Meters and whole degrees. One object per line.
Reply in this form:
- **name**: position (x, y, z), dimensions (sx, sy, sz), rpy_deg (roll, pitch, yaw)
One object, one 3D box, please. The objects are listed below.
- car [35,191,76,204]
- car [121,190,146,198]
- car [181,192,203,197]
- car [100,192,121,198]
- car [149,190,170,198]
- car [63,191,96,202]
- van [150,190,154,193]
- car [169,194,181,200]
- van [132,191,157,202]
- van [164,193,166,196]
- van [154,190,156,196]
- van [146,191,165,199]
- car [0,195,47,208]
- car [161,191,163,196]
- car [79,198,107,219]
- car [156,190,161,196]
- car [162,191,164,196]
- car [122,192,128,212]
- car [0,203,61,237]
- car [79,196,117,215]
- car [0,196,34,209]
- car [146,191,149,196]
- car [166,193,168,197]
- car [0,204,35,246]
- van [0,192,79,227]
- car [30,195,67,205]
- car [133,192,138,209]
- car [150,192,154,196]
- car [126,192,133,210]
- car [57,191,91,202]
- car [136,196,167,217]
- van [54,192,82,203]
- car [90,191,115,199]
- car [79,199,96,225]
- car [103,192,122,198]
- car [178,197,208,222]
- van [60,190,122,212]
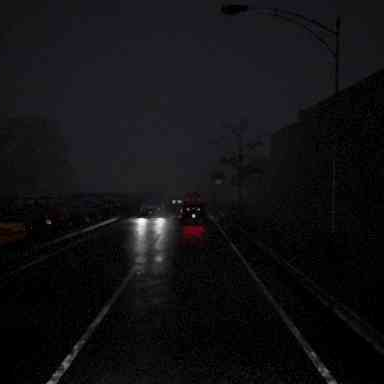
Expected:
- **car**: position (-22.001, 0.920, 53.830), dimensions (5.566, 2.045, 2.435), rpy_deg (0, 0, 0)
- **car**: position (-8.856, 0.988, 40.329), dimensions (5.566, 2.045, 2.435), rpy_deg (0, 0, 0)
- **car**: position (0.133, 0.984, 40.781), dimensions (2.150, 2.045, 5.566), rpy_deg (0, 1, 0)
- **car**: position (-21.999, 0.828, 89.920), dimensions (4.892, 1.521, 2.231), rpy_deg (0, 1, 0)
- **car**: position (-8.885, 0.563, 90.794), dimensions (5.566, 2.045, 2.435), rpy_deg (0, 1, 0)
- **car**: position (-21.950, 0.858, 64.933), dimensions (5.566, 2.045, 2.435), rpy_deg (0, 0, 0)
- **van**: position (-9.009, 0.942, 54.345), dimensions (4.442, 1.987, 1.878), rpy_deg (0, 0, 0)
- **car**: position (-3.194, 1.082, 70.430), dimensions (1.994, 1.385, 4.181), rpy_deg (0, 1, 0)
- **van**: position (-9.014, 0.899, 62.753), dimensions (4.442, 1.987, 1.878), rpy_deg (0, 0, 0)
- **van**: position (-8.789, 0.769, 76.775), dimensions (4.442, 1.987, 1.878), rpy_deg (0, 1, 0)
- **van**: position (-9.011, 0.928, 57.149), dimensions (4.442, 1.987, 1.878), rpy_deg (0, 0, 0)
- **van**: position (-9.025, 0.698, 82.385), dimensions (4.442, 1.987, 1.878), rpy_deg (0, 1, 0)
- **car**: position (-21.781, 1.225, 42.728), dimensions (5.366, 1.575, 1.946), rpy_deg (0, 0, 0)
- **car**: position (-8.898, 1.122, 68.366), dimensions (4.674, 1.452, 2.002), rpy_deg (0, 0, 0)
- **car**: position (-8.846, 1.355, 23.511), dimensions (4.792, 1.488, 2.163), rpy_deg (0, 0, 0)
- **car**: position (-8.868, 0.888, 59.953), dimensions (5.566, 2.045, 2.435), rpy_deg (0, 0, 0)
- **car**: position (-8.931, 1.087, 71.174), dimensions (4.792, 1.488, 2.163), rpy_deg (0, 1, 0)
- **car**: position (-8.911, 1.157, 31.920), dimensions (4.553, 1.767, 2.185), rpy_deg (0, 0, 0)
- **car**: position (-8.900, 1.398, 15.101), dimensions (4.792, 1.488, 2.163), rpy_deg (0, 0, 0)
- **car**: position (-8.872, 1.311, 26.314), dimensions (5.008, 1.535, 2.097), rpy_deg (0, 0, 0)
- **car**: position (-21.970, 1.244, 39.951), dimensions (4.892, 1.521, 2.231), rpy_deg (0, 0, 0)
- **car**: position (-8.858, 0.974, 43.132), dimensions (5.566, 2.045, 2.435), rpy_deg (0, 0, 0)
- **car**: position (-8.902, 0.960, 79.585), dimensions (5.008, 1.535, 2.097), rpy_deg (0, 1, 0)
- **car**: position (-9.055, 1.380, 12.298), dimensions (5.366, 1.575, 1.946), rpy_deg (0, 0, 0)
- **van**: position (-8.756, 1.128, 17.903), dimensions (4.442, 1.987, 1.878), rpy_deg (0, 0, 0)
- **car**: position (-21.942, 1.215, 51.056), dimensions (4.792, 1.488, 2.163), rpy_deg (0, 0, 0)
- **car**: position (-8.852, 1.128, 37.527), dimensions (4.553, 1.767, 2.185), rpy_deg (0, 0, 0)
- **car**: position (-8.885, 1.183, 51.543), dimensions (4.892, 1.521, 2.231), rpy_deg (0, 0, 0)
- **car**: position (-8.850, 1.142, 34.723), dimensions (4.553, 1.767, 2.185), rpy_deg (0, 0, 0)
- **car**: position (-22.005, 0.878, 62.156), dimensions (5.566, 2.045, 2.435), rpy_deg (0, 0, 0)
- **car**: position (-3.325, 1.350, 28.775), dimensions (1.812, 1.442, 4.674), rpy_deg (0, 0, 0)
- **van**: position (-22.092, 0.917, 59.380), dimensions (4.442, 1.987, 1.878), rpy_deg (0, 0, 0)
- **car**: position (-21.959, 0.684, 81.590), dimensions (5.566, 2.045, 2.435), rpy_deg (0, 1, 0)
- **car**: position (-8.845, 1.369, 20.708), dimensions (4.792, 1.488, 2.163), rpy_deg (0, 0, 0)
- **car**: position (-22.023, 0.821, 92.695), dimensions (4.792, 1.488, 2.163), rpy_deg (0, 1, 0)
- **car**: position (0.119, 1.349, 24.445), dimensions (1.837, 1.490, 4.892), rpy_deg (0, 0, 0)
- **van**: position (-8.762, 1.071, 29.116), dimensions (4.442, 1.987, 1.878), rpy_deg (0, 0, 0)
